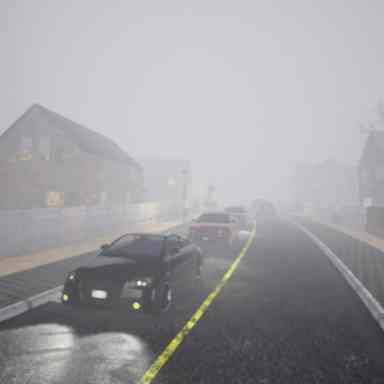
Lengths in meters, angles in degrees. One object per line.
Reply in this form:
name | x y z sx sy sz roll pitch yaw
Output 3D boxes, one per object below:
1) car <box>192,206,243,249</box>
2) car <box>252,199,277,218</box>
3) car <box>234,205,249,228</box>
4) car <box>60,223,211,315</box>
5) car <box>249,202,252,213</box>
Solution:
car | 1.155 1.693 16.186 1.882 1.535 5.008 0 -1 14
car | 8.210 1.933 37.209 2.097 1.767 4.553 1 -1 9
car | 3.257 1.833 25.591 1.882 1.535 5.008 1 -1 11
car | -1.085 1.653 7.797 1.994 1.385 4.181 0 -1 16
car | 5.107 2.062 35.712 2.033 1.411 5.357 1 -1 9
